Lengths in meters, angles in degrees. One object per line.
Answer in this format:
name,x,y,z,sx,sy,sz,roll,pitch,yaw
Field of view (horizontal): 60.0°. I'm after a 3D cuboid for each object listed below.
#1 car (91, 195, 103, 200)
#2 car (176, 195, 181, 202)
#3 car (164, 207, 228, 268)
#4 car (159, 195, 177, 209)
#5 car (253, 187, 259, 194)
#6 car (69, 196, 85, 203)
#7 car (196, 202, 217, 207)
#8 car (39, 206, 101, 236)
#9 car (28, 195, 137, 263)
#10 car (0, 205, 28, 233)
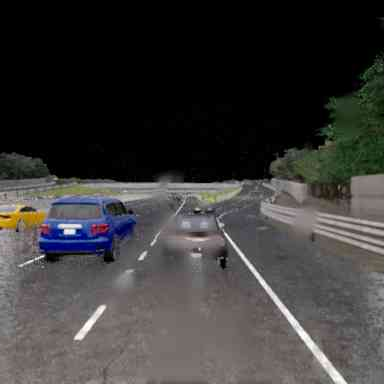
car,-24.557,1.422,86.452,1.994,1.385,4.181,0,0,0
car,-3.489,1.434,77.081,1.837,1.490,4.892,0,0,0
car,0.121,1.496,11.299,2.128,1.511,4.902,0,0,0
car,-3.392,1.525,44.595,1.837,1.490,4.892,0,0,0
car,17.860,-0.213,92.920,2.033,1.411,5.357,0,3,12
car,-24.453,1.527,70.614,1.994,1.385,4.181,0,0,0
car,1.428,1.617,32.776,1.895,1.301,4.718,0,0,10
car,-6.853,1.572,19.189,1.994,1.385,4.181,0,0,0
car,-3.478,1.227,12.167,2.150,2.045,5.566,0,0,0
car,-10.351,1.486,19.783,1.882,1.535,5.008,0,0,0
